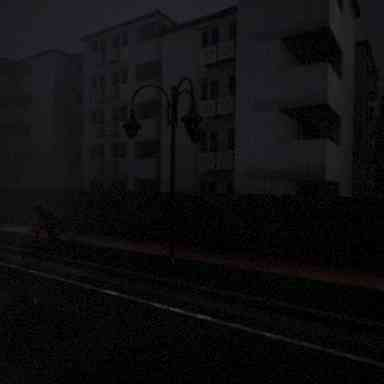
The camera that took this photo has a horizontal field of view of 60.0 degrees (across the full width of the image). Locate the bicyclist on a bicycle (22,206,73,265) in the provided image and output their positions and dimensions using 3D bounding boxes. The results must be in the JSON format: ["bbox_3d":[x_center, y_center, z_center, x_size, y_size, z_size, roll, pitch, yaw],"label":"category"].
[{"bbox_3d":[-4.231,1.186,9.700,0.582,1.620,1.656,1,10,34],"label":"bicyclist on a bicycle"}]
